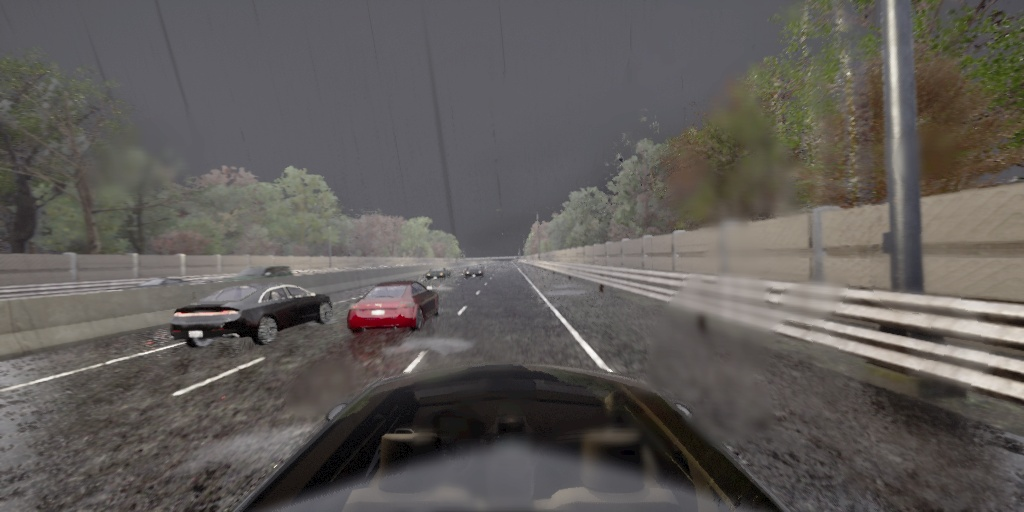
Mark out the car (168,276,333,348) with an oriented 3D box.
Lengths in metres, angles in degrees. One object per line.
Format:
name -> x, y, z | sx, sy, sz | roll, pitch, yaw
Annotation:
car -> -7.086, 1.541, 10.437 | 2.128, 1.511, 4.902 | -2, 0, 0

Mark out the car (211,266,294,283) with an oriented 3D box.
car -> -17.892, 1.741, 25.561 | 2.150, 2.045, 5.566 | -2, -1, 0

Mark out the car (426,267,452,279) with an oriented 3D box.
car -> -7.293, 1.782, 36.145 | 1.895, 1.301, 4.718 | -2, 0, 0

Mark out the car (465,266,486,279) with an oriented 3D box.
car -> -3.811, 1.662, 37.846 | 1.895, 1.301, 4.718 | -2, 0, 0

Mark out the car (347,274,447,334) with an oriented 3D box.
car -> -3.596, 1.490, 11.590 | 1.994, 1.385, 4.181 | -2, 0, 0

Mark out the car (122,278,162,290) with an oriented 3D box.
car -> -24.872, 2.299, 25.360 | 1.812, 1.442, 4.674 | -2, 0, 0

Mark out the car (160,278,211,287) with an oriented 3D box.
car -> -21.379, 2.245, 25.246 | 1.895, 1.301, 4.718 | -2, 0, 0
